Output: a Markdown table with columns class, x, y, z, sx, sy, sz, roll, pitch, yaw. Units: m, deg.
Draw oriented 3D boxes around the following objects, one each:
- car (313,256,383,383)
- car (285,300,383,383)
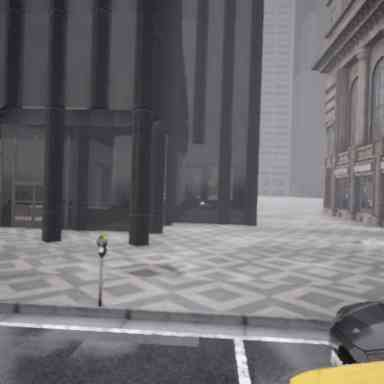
| class | x | y | z | sx | sy | sz | roll | pitch | yaw |
| --- | --- | --- | --- | --- | --- | --- | --- | --- | --- |
| car | 3.853 | 1.668 | 3.701 | 4.313 | 1.339 | 1.947 | 2 | 0 | 4 |
| car | 3.151 | 1.545 | 1.865 | 5.366 | 1.575 | 1.801 | 2 | 0 | 4 |
